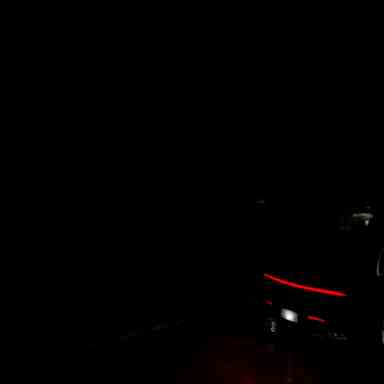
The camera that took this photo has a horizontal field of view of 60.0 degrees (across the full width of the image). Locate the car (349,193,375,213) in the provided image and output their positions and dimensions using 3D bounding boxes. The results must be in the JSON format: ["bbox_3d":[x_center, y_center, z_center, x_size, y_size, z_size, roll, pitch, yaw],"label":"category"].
[{"bbox_3d":[18.570,1.156,36.355,2.150,2.045,5.566,0,0,34],"label":"car"}]

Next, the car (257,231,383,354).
[{"bbox_3d":[3.329,1.493,6.148,4.892,1.490,1.837,0,0,-36],"label":"car"}]
